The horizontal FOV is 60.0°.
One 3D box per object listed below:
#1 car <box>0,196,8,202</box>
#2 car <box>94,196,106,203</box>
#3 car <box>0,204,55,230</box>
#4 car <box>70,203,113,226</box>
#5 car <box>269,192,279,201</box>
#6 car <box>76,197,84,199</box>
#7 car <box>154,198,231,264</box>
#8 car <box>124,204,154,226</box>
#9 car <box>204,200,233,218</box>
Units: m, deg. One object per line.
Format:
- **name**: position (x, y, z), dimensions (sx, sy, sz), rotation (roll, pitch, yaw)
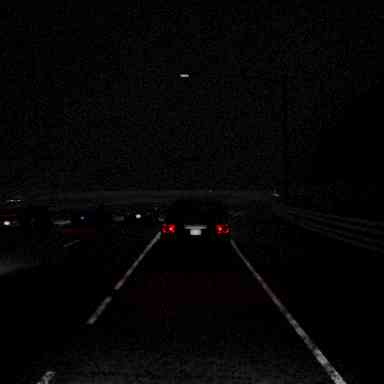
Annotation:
- **car**: position (-40.868, 1.595, 71.216), dimensions (2.128, 1.511, 4.902), rotation (1, 0, -17)
- **car**: position (-24.549, 2.044, 88.948), dimensions (2.097, 1.767, 4.553), rotation (0, -1, 0)
- **car**: position (-10.412, 1.505, 21.209), dimensions (1.837, 1.490, 4.892), rotation (0, 0, 0)
- **car**: position (-6.914, 1.478, 23.459), dimensions (1.882, 1.535, 5.008), rotation (0, 0, 0)
- **car**: position (20.509, 1.481, 84.536), dimensions (1.812, 1.442, 4.674), rotation (-1, 1, 17)
- **car**: position (-24.541, 1.913, 73.080), dimensions (2.128, 1.511, 4.902), rotation (0, -1, 0)
- **car**: position (0.152, 1.221, 12.030), dimensions (2.150, 2.045, 5.566), rotation (0, 0, 1)
- **car**: position (-3.513, 1.564, 23.718), dimensions (1.994, 1.385, 4.181), rotation (0, 0, 0)
- **car**: position (2.660, 1.553, 32.212), dimensions (2.033, 1.411, 5.357), rotation (0, 0, 13)
